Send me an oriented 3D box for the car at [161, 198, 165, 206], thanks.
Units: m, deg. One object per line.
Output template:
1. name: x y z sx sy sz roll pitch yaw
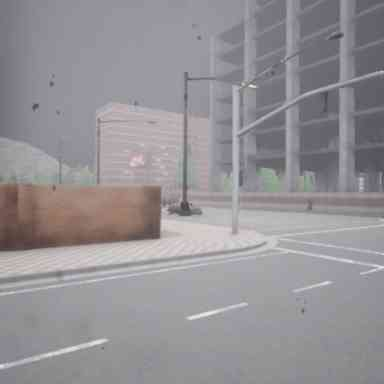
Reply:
1. car: -5.247 1.770 59.159 1.837 1.490 4.892 1 0 -34

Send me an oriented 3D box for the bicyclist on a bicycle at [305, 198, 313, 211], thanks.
1. bicyclist on a bicycle: 15.119 1.632 42.839 1.656 1.620 0.582 0 0 -35

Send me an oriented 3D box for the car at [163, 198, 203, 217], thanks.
1. car: -0.769 1.695 34.207 1.812 1.442 4.674 1 0 -35
